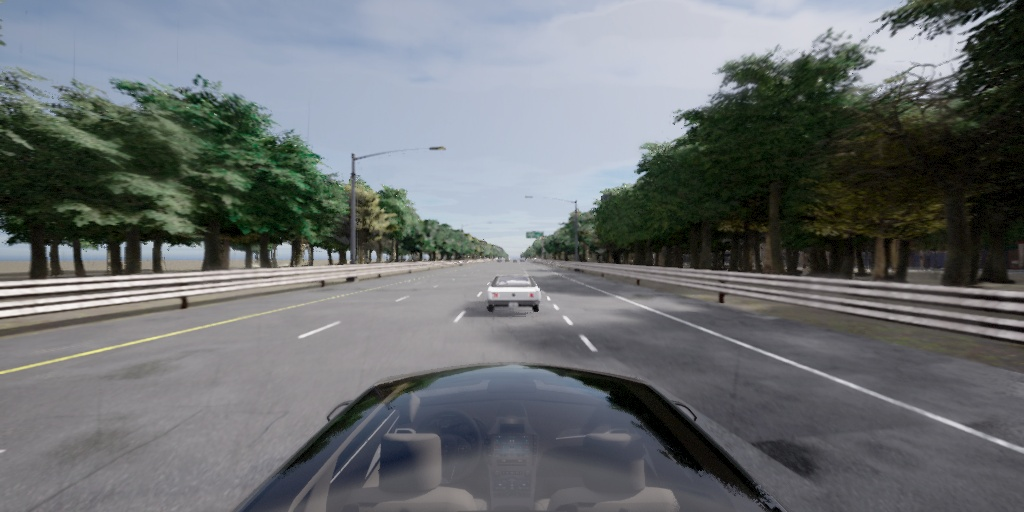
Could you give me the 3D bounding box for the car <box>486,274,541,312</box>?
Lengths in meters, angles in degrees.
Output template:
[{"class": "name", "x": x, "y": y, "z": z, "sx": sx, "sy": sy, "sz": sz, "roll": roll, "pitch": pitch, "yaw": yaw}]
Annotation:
[{"class": "car", "x": 0.050, "y": 1.380, "z": 14.457, "sx": 1.895, "sy": 1.301, "sz": 4.718, "roll": 0, "pitch": 0, "yaw": 0}]
